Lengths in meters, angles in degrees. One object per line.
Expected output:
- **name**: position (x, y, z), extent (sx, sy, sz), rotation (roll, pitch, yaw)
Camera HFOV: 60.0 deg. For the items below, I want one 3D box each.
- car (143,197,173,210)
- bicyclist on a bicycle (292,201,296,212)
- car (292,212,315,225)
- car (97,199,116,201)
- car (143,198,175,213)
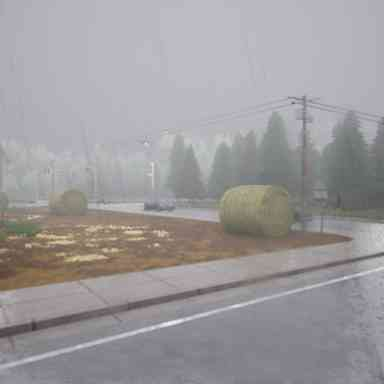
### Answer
- **car**: position (-4.841, 1.581, 47.410), extent (2.097, 1.767, 4.553), rotation (1, 0, -38)
- **bicyclist on a bicycle**: position (10.300, 1.571, 34.459), extent (1.656, 1.620, 0.582), rotation (0, 0, -38)
- **car**: position (7.190, 1.811, 26.311), extent (1.895, 1.301, 4.718), rotation (1, 0, -38)
- **car**: position (-13.569, 1.363, 52.828), extent (1.994, 1.385, 4.181), rotation (1, 0, -38)
- **car**: position (-4.064, 1.555, 40.613), extent (2.097, 1.767, 4.553), rotation (1, 0, -38)
